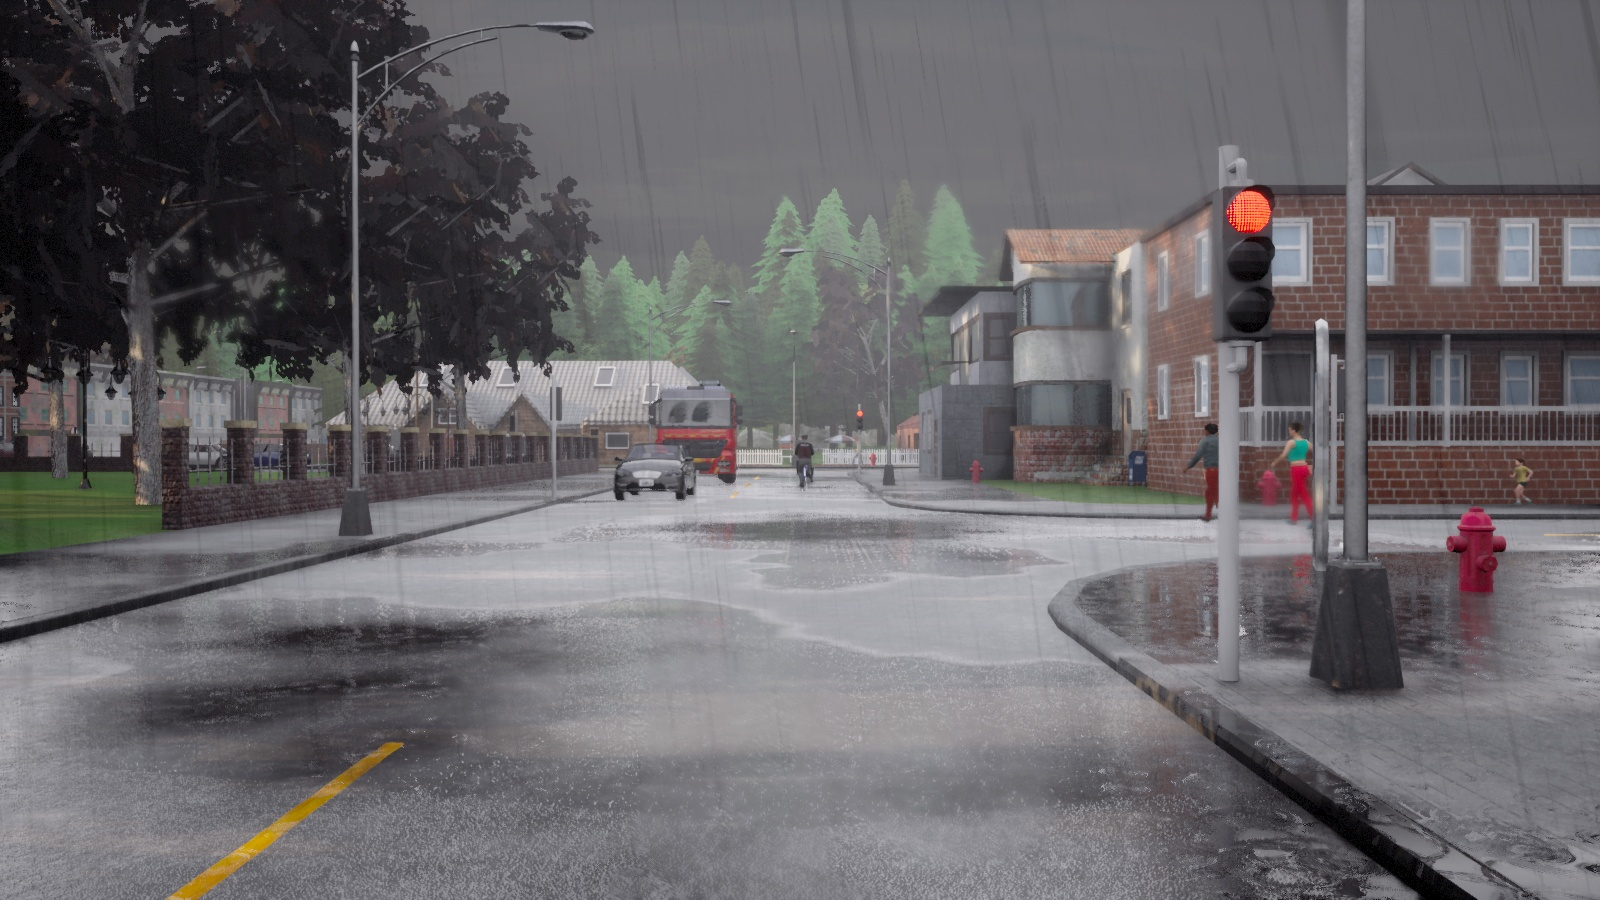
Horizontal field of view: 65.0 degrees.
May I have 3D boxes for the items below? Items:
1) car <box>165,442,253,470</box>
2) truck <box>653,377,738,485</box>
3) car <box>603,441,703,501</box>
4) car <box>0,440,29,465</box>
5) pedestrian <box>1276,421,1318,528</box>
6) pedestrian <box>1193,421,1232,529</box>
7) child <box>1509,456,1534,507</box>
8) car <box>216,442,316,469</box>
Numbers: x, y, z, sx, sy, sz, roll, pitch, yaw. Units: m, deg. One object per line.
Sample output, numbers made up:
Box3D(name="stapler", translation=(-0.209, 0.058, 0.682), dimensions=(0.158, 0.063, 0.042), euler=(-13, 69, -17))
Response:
Box3D(name="car", translation=(-31.765, 0.305, 67.616), dimensions=(3.806, 1.475, 1.970), euler=(0, 0, -1))
Box3D(name="truck", translation=(-3.890, -0.696, 48.577), dimensions=(2.891, 3.827, 8.468), euler=(0, 0, -2))
Box3D(name="car", translation=(-3.884, 0.507, 34.042), dimensions=(2.128, 1.511, 4.902), euler=(0, 0, 0))
Box3D(name="car", translation=(-53.043, 0.169, 82.322), dimensions=(2.033, 1.649, 4.856), euler=(0, 0, 0))
Box3D(name="pedestrian", translation=(8.630, 0.420, 21.822), dimensions=(0.345, 1.836, 0.594), euler=(0, 0, -31))
Box3D(name="pedestrian", translation=(7.145, 0.419, 21.766), dimensions=(0.353, 1.847, 0.614), euler=(0, 0, -19))
Box3D(name="child", translation=(15.839, 0.693, 27.572), dimensions=(0.394, 1.110, 0.255), euler=(0, 0, 0))
Box3D(name="car", translation=(-30.423, 0.317, 71.664), dimensions=(4.792, 1.488, 2.163), euler=(0, 0, 0))
